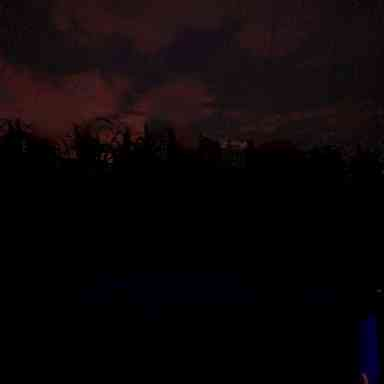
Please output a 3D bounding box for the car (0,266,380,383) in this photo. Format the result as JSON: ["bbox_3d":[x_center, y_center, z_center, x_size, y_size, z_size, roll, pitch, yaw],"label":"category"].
[{"bbox_3d":[-0.445,1.477,2.709,5.008,1.535,1.882,0,0,-35],"label":"car"}]
